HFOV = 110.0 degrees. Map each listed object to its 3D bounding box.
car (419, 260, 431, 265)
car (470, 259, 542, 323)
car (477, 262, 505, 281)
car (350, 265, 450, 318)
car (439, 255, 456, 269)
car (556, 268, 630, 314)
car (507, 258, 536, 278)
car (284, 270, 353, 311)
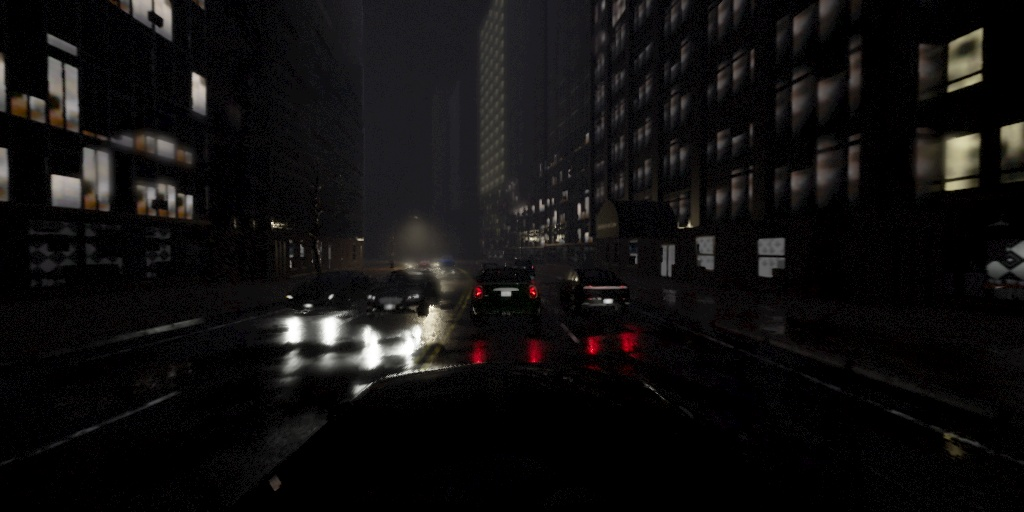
[{"bbox_3d":[-13.288,1.317,54.757,1.895,1.301,4.718,0,0,-14],"label":"car"},{"bbox_3d":[-0.257,1.090,12.327,2.097,1.767,4.553,0,0,-2],"label":"car"},{"bbox_3d":[-1.903,1.265,30.648,2.033,1.411,5.357,0,0,-8],"label":"car"},{"bbox_3d":[-3.744,1.239,13.032,2.128,1.511,4.902,0,0,-3],"label":"car"},{"bbox_3d":[-9.632,0.920,53.484,2.150,2.045,5.566,0,0,-13],"label":"car"},{"bbox_3d":[2.923,1.219,13.794,2.128,1.511,4.902,0,0,-3],"label":"car"},{"bbox_3d":[0.819,1.050,34.382,2.097,1.767,4.553,0,0,-8],"label":"car"},{"bbox_3d":[-7.069,1.303,14.829,2.033,1.411,5.357,0,0,-4],"label":"car"}]
